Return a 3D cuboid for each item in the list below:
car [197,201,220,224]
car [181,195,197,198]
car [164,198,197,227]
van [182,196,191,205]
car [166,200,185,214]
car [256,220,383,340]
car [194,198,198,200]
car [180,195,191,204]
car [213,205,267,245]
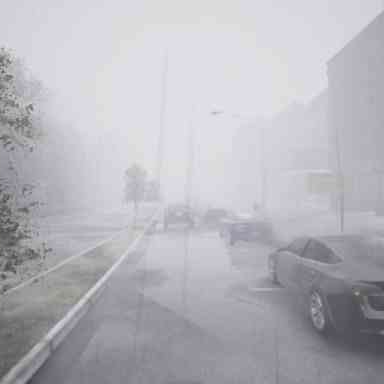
[{"bbox_3d":[1.785,1.737,27.407,2.231,1.521,4.892,0,0,-4],"label":"car"},{"bbox_3d":[-0.076,1.679,55.113,2.435,2.045,5.566,0,0,-4],"label":"car"},{"bbox_3d":[-1.007,1.585,24.718,2.097,1.767,4.553,0,0,-4],"label":"car"},{"bbox_3d":[-1.198,1.786,71.803,1.878,1.987,4.442,0,0,-4],"label":"van"},{"bbox_3d":[-2.103,1.851,41.270,2.128,1.511,4.902,0,0,-4],"label":"car"},{"bbox_3d":[2.976,1.579,6.853,2.163,1.488,4.792,0,-1,-1],"label":"car"},{"bbox_3d":[0.670,1.901,44.013,2.002,1.452,4.674,0,0,-4],"label":"car"},{"bbox_3d":[-1.565,1.781,77.249,2.435,2.045,5.566,0,0,-4],"label":"car"},{"bbox_3d":[2.521,1.642,16.440,2.097,1.535,5.008,0,-1,-3],"label":"car"}]
